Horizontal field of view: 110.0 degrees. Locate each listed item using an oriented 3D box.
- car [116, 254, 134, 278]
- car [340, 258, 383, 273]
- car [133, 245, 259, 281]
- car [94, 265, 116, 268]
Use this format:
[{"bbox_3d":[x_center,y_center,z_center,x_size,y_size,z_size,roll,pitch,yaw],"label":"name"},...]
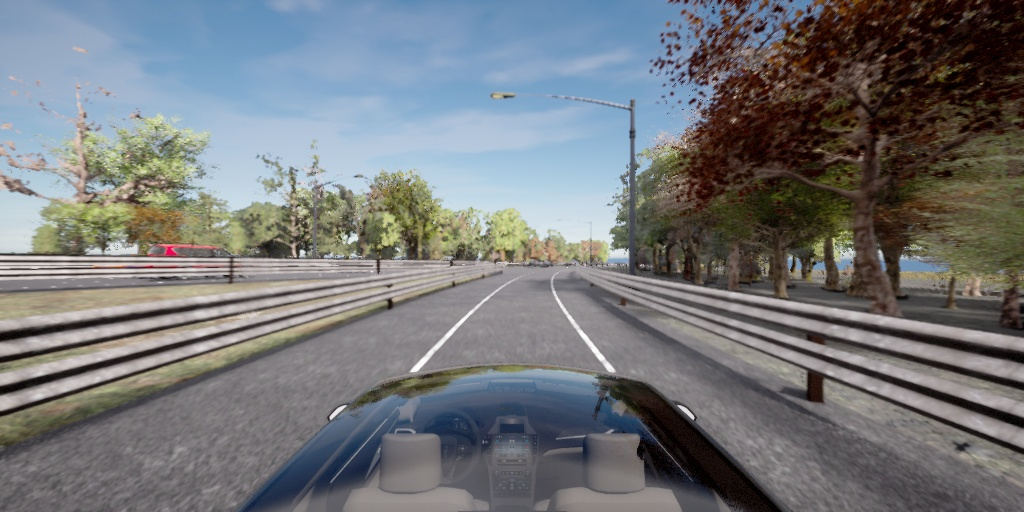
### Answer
[{"bbox_3d":[-22.076,0.723,23.531,1.812,1.442,4.674,0,-1,24],"label":"car"},{"bbox_3d":[-15.712,1.000,37.843,2.128,1.511,4.902,0,-1,24],"label":"car"},{"bbox_3d":[-18.872,0.412,22.120,2.150,2.045,5.566,0,-1,24],"label":"car"},{"bbox_3d":[-25.261,0.670,24.980,1.882,1.535,5.008,0,-1,24],"label":"car"}]
